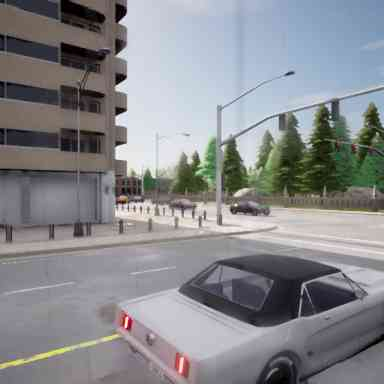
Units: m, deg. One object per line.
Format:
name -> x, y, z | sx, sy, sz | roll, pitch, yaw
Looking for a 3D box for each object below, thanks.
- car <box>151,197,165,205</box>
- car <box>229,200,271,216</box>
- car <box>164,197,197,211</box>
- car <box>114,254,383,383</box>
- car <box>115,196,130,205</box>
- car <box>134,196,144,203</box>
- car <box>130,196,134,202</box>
car -> -5.626, 1.603, 61.120 | 2.033, 1.411, 5.357 | 0, 0, -36
car -> 5.671, 1.581, 33.071 | 1.812, 1.442, 4.674 | 0, 0, -36
car -> -1.215, 1.582, 42.652 | 1.812, 1.442, 4.674 | 0, 1, -36
car -> 1.445, 1.601, 4.808 | 4.718, 1.301, 1.895 | 0, 0, -35
car -> -13.477, 1.656, 59.856 | 1.895, 1.301, 4.718 | 0, 0, -35
car -> -11.655, 1.581, 69.477 | 1.812, 1.442, 4.674 | 0, 0, -36
car -> -14.271, 1.533, 67.129 | 1.882, 1.535, 5.008 | 0, 0, -36
